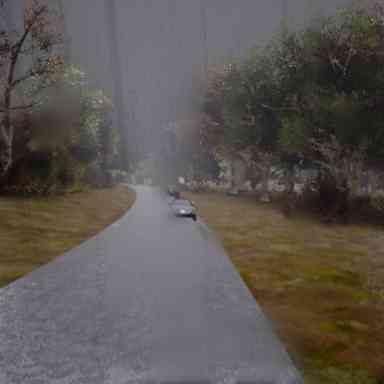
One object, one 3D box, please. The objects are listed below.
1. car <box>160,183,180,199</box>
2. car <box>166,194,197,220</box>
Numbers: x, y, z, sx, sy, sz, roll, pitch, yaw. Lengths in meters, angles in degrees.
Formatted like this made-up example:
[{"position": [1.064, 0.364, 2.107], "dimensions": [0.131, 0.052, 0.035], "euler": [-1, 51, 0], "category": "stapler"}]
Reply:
[{"position": [-2.883, -0.202, 42.984], "dimensions": [2.150, 2.045, 5.566], "euler": [1, 3, -8], "category": "car"}, {"position": [-0.748, 1.140, 23.778], "dimensions": [1.994, 1.385, 4.181], "euler": [1, 2, -4], "category": "car"}]
